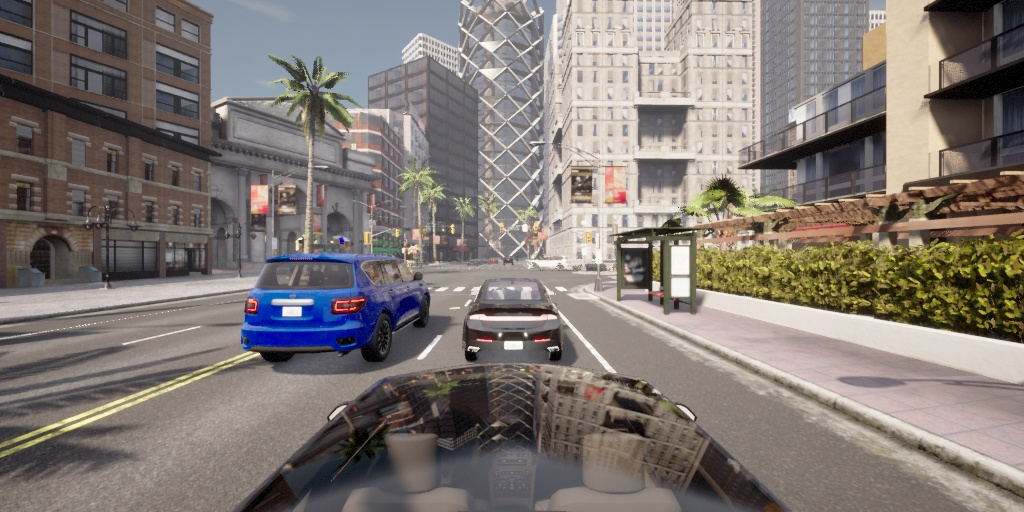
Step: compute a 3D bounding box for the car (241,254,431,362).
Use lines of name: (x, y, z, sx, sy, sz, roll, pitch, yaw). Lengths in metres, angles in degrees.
car: (-3.487, 0.971, 8.353, 2.150, 2.045, 5.566, 0, 0, 0)

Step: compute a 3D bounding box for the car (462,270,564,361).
car: (0.015, 1.242, 8.266, 2.128, 1.511, 4.902, 0, 0, 0)

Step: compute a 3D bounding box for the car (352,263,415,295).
car: (-7.243, 1.227, 20.827, 1.882, 1.535, 5.008, 0, 0, 0)

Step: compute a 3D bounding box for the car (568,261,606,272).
car: (9.573, 1.315, 44.567, 4.181, 1.385, 1.994, 0, 0, -3)

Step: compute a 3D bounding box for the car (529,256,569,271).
car: (5.053, 0.972, 48.878, 5.566, 2.045, 2.150, 0, 1, 10)
